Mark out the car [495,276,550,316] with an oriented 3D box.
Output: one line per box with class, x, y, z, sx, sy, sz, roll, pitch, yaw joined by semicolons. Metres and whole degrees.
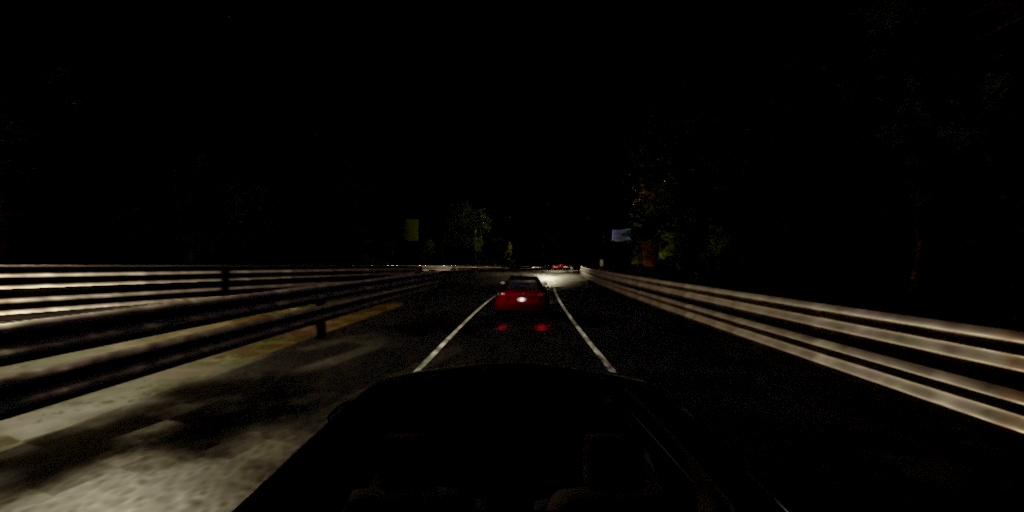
car;0.469;1.483;14.290;1.994;1.385;4.181;0;-1;4
